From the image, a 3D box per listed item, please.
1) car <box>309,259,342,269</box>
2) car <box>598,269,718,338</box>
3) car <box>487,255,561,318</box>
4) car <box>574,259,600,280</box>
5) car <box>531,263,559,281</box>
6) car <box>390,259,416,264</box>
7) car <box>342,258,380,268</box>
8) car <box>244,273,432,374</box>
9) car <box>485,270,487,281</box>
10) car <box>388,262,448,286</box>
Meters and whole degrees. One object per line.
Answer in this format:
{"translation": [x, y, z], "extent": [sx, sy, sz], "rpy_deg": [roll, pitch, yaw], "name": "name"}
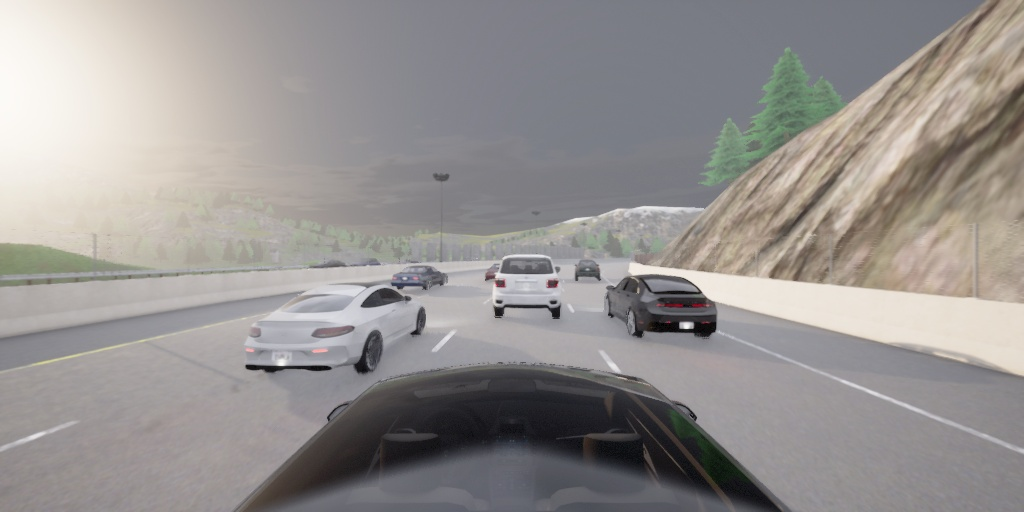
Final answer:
{"translation": [-22.989, 1.169, 44.718], "extent": [1.882, 1.535, 5.008], "rpy_deg": [0, 0, 13], "name": "car"}
{"translation": [3.940, 1.264, 10.232], "extent": [1.837, 1.490, 4.892], "rpy_deg": [0, 0, 3], "name": "car"}
{"translation": [0.606, 0.972, 13.202], "extent": [2.150, 2.045, 5.566], "rpy_deg": [0, 0, 4], "name": "car"}
{"translation": [6.567, 1.117, 31.378], "extent": [2.097, 1.767, 4.553], "rpy_deg": [0, 0, 11], "name": "car"}
{"translation": [2.894, 1.320, 30.785], "extent": [1.994, 1.385, 4.181], "rpy_deg": [0, 0, 10], "name": "car"}
{"translation": [-12.597, 1.265, 43.217], "extent": [2.033, 1.411, 5.357], "rpy_deg": [0, 0, 14], "name": "car"}
{"translation": [-19.038, 1.053, 46.194], "extent": [2.097, 1.767, 4.553], "rpy_deg": [0, 0, 14], "name": "car"}
{"translation": [-3.216, 1.268, 7.433], "extent": [1.812, 1.442, 4.674], "rpy_deg": [0, 0, 2], "name": "car"}
{"translation": [-0.875, 1.310, 29.521], "extent": [1.994, 1.385, 4.181], "rpy_deg": [0, 0, 10], "name": "car"}
{"translation": [-5.549, 1.283, 22.088], "extent": [2.033, 1.411, 5.357], "rpy_deg": [0, 0, 7], "name": "car"}
